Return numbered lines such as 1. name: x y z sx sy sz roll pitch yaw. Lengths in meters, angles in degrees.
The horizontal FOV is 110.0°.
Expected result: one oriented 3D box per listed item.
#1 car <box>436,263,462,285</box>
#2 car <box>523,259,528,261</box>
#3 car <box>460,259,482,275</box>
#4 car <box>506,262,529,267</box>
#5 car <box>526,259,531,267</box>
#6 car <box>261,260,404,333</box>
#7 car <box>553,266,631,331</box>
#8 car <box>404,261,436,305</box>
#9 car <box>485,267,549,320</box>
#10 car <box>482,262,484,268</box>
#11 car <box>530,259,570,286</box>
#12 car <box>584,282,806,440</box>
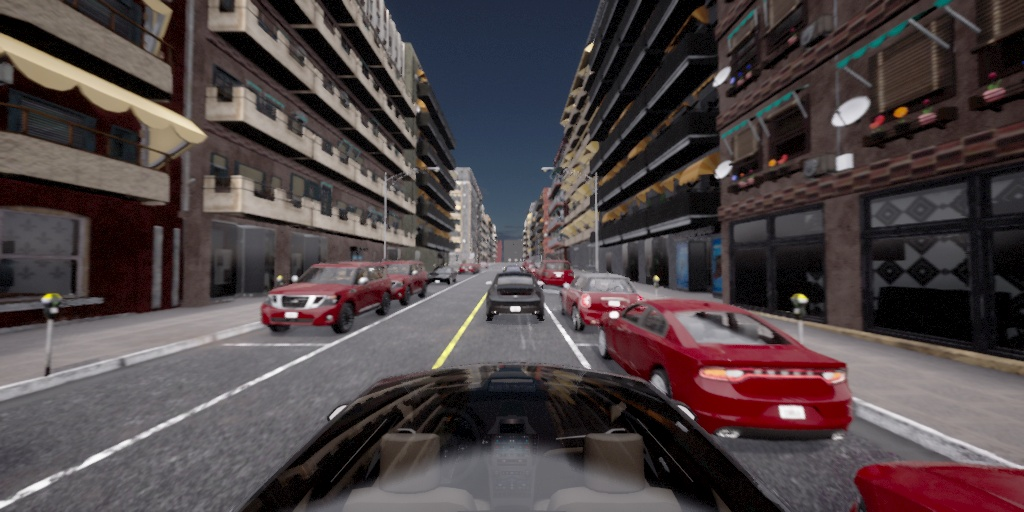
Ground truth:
1. car: -5.311 1.451 27.716 1.948 1.339 4.313 0 0 0
2. car: 2.539 1.387 55.311 2.192 1.841 5.009 0 0 0
3. car: -5.310 1.306 44.305 2.192 1.841 5.009 0 0 0
4. car: 0.104 1.464 30.158 1.994 1.385 4.181 0 0 0
5. car: 2.537 1.359 33.187 1.967 1.591 4.097 0 0 0
6. car: -5.313 1.111 11.124 2.192 1.841 5.009 0 0 0
7. car: 2.577 1.236 11.063 1.967 1.591 4.097 0 0 0
8. car: -5.313 1.139 16.654 2.192 1.841 5.009 0 0 0
9. car: 0.101 1.310 12.894 1.837 1.490 4.892 0 0 0
10. car: -5.310 1.576 49.836 1.888 1.381 4.507 0 0 0
11. car: 2.536 1.168 22.124 2.192 1.841 5.009 0 0 0
12. car: 2.569 1.314 5.532 1.888 1.381 4.507 0 0 0
